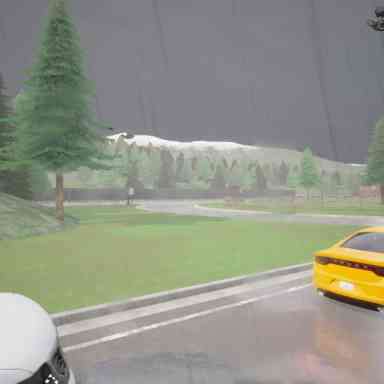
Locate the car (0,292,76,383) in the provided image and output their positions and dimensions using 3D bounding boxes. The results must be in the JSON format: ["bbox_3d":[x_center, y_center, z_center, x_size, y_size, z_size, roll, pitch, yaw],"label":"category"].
[{"bbox_3d":[-3.369,1.218,1.346,5.566,2.045,2.150,1,0,-35],"label":"car"}]

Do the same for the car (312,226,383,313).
[{"bbox_3d":[4.700,1.478,7.206,5.008,1.535,1.882,0,0,-35],"label":"car"}]
